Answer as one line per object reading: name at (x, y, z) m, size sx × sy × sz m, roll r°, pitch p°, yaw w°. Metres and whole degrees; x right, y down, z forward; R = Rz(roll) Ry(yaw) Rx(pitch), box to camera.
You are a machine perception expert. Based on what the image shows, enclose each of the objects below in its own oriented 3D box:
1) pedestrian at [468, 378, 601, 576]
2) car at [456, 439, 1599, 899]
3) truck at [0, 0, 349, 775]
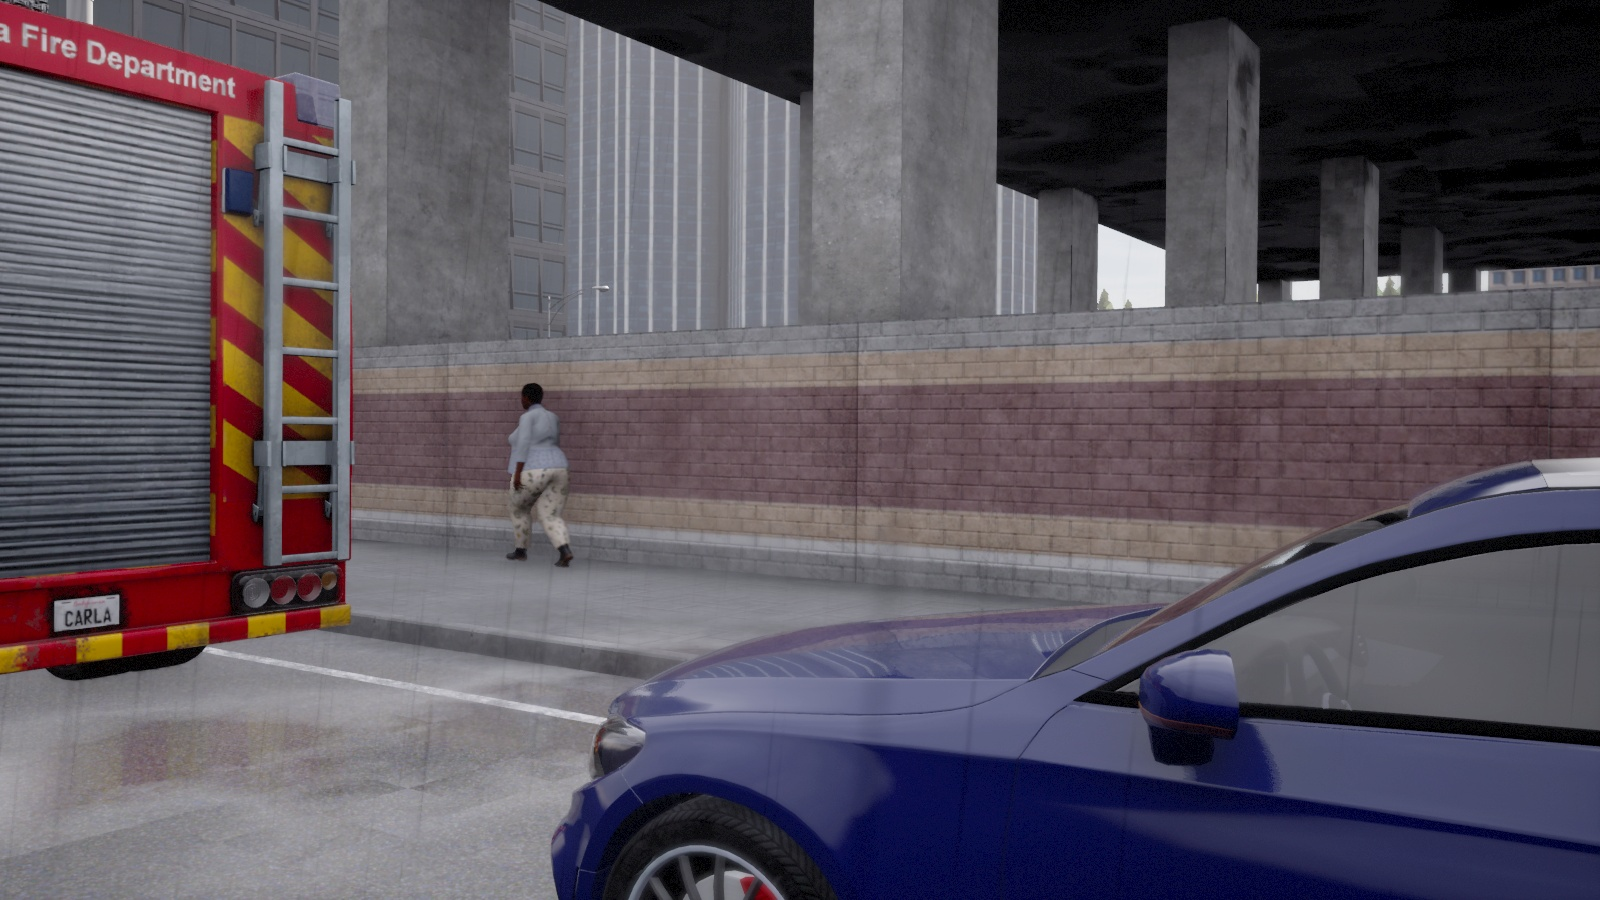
pedestrian at (-2.607, 0.247, 12.351) m, size 0.900 × 1.855 × 0.874 m, roll 0°, pitch 1°, yaw 34°
car at (1.618, 0.708, 2.546) m, size 4.674 × 1.442 × 1.812 m, roll 0°, pitch 1°, yaw 33°
truck at (-6.880, -0.483, 8.172) m, size 8.468 × 3.827 × 2.891 m, roll 0°, pitch 1°, yaw 34°
